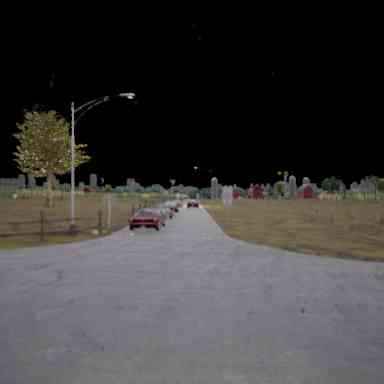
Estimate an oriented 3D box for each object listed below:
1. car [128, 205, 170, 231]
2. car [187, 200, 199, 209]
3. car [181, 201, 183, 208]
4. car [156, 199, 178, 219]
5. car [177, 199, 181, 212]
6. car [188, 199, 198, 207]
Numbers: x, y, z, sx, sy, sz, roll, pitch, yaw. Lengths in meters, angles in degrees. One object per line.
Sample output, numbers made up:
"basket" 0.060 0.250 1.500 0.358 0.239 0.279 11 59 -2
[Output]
"car" -2.856 1.792 22.101 1.895 1.301 4.718 0 -1 2
"car" 0.148 1.968 54.626 1.882 1.535 5.008 0 -1 0
"car" -2.599 2.038 58.562 1.837 1.490 4.892 0 -1 0
"car" -2.762 1.772 32.388 2.128 1.511 4.902 0 -1 0
"car" -2.726 1.853 42.783 1.882 1.535 5.008 0 -1 0
"car" 0.176 2.158 65.048 1.994 1.385 4.181 0 -1 0
